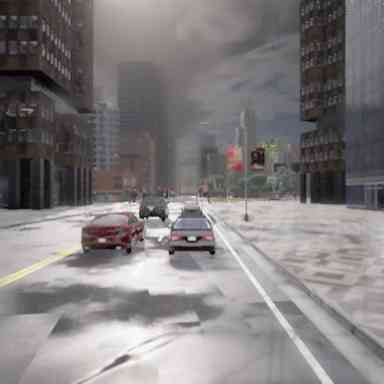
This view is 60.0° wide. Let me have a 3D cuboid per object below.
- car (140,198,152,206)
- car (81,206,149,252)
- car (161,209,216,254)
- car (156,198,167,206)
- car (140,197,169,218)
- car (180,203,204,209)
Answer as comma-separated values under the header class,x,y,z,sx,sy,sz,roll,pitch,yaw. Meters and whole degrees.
class,x,y,z,sx,sy,sz,roll,pitch,yaw
car,-9.759,2.093,70.753,1.837,1.490,4.892,0,-1,0
car,-3.248,1.606,14.477,1.882,1.535,5.008,0,0,0
car,-0.001,1.671,13.981,2.033,1.411,5.357,0,0,0
car,-6.509,2.117,70.753,1.812,1.442,4.674,0,-1,0
car,-3.254,1.464,29.015,2.150,2.045,5.566,0,0,0
car,0.000,1.758,29.290,1.837,1.490,4.892,0,0,0
